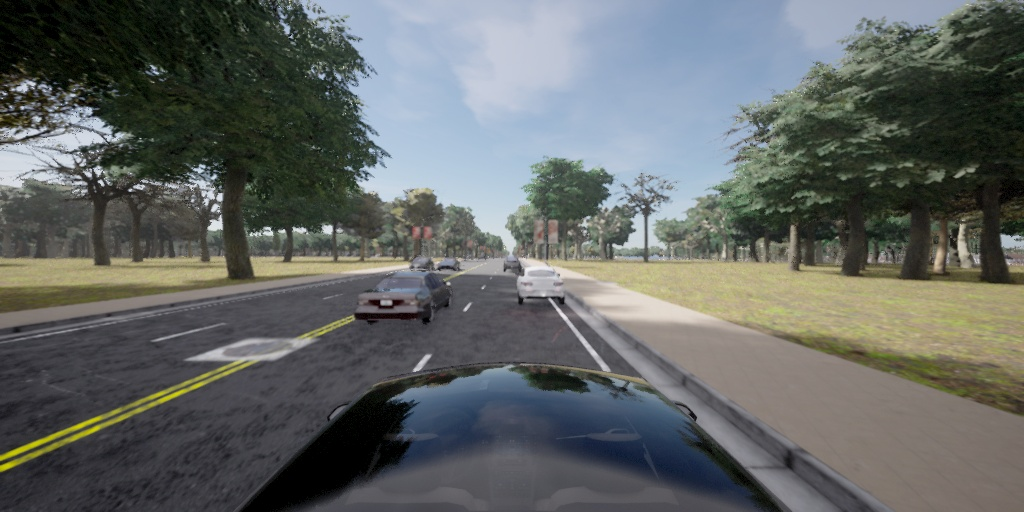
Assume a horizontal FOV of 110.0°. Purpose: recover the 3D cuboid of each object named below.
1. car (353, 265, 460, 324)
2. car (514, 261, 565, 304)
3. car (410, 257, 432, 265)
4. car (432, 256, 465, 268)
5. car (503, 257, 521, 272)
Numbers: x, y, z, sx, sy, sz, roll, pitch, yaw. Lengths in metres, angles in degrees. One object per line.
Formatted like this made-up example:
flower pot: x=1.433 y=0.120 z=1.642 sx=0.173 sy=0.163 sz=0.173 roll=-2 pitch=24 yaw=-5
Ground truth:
car: x=-3.154 y=1.191 z=11.499 sx=2.033 sy=1.411 sz=5.357 roll=0 pitch=1 yaw=0
car: x=1.132 y=1.128 z=15.245 sx=1.812 sy=1.442 sz=4.674 roll=0 pitch=1 yaw=0
car: x=-9.846 y=0.834 z=39.478 sx=2.128 sy=1.511 sz=4.902 roll=0 pitch=1 yaw=0
car: x=-6.608 y=0.903 z=38.132 sx=2.033 sy=1.411 sz=5.357 roll=0 pitch=1 yaw=0
car: x=0.032 y=0.850 z=37.869 sx=2.128 sy=1.511 sz=4.902 roll=0 pitch=1 yaw=0
